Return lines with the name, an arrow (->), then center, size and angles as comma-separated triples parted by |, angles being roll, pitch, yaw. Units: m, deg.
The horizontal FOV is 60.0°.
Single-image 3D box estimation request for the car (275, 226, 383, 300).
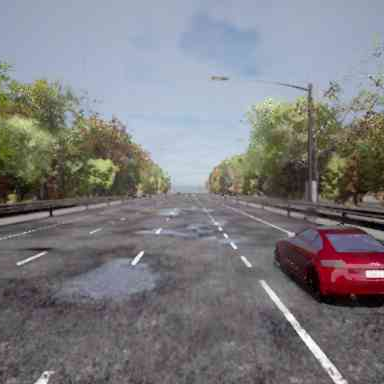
car -> 3.477, 1.523, 8.347 | 1.994, 1.385, 4.181 | 0, 0, 0
